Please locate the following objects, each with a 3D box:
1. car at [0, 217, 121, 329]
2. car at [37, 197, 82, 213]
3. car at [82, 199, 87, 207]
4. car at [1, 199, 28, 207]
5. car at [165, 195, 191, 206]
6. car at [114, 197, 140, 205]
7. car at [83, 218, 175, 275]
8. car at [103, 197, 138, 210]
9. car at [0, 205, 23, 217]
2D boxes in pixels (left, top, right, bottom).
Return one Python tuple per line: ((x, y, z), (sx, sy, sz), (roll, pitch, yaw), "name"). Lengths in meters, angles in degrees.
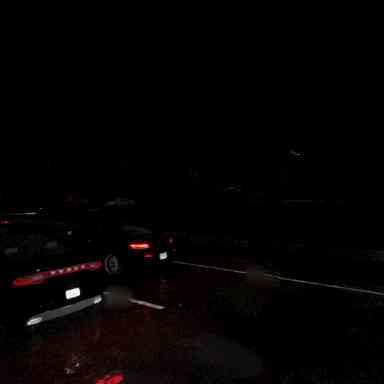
((-3.930, 1.478, 6.786), (5.008, 1.535, 1.882), (0, 0, 35), "car")
((-14.844, 1.564, 36.859), (1.994, 1.385, 4.181), (0, 0, 36), "car")
((-18.210, 1.477, 50.048), (1.882, 1.535, 5.008), (0, 0, 36), "car")
((-23.746, 1.601, 42.473), (1.895, 1.301, 4.718), (0, 0, 36), "car")
((-1.966, 1.562, 54.474), (1.994, 1.385, 4.181), (0, 0, 36), "car")
((-11.510, 1.564, 59.211), (1.994, 1.385, 4.181), (0, 0, 36), "car")
((-2.637, 1.526, 10.155), (4.674, 1.442, 1.812), (0, 0, 35), "car")
((-9.545, 1.526, 44.089), (1.812, 1.442, 4.674), (0, 0, 36), "car")
((-10.112, 1.505, 15.485), (4.892, 1.490, 1.837), (0, 0, 36), "car")
